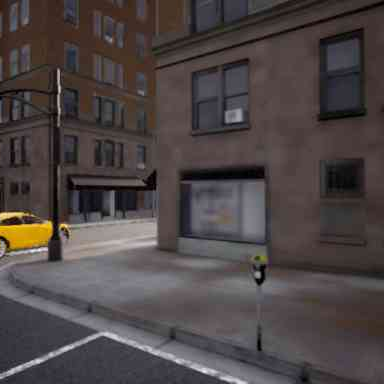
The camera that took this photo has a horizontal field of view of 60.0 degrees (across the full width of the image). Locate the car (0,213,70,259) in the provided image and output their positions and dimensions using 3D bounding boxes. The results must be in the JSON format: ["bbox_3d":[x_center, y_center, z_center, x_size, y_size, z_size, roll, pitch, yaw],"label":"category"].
[{"bbox_3d":[-7.003,1.555,13.118,1.882,1.535,5.008,-2,-1,20],"label":"car"}]
